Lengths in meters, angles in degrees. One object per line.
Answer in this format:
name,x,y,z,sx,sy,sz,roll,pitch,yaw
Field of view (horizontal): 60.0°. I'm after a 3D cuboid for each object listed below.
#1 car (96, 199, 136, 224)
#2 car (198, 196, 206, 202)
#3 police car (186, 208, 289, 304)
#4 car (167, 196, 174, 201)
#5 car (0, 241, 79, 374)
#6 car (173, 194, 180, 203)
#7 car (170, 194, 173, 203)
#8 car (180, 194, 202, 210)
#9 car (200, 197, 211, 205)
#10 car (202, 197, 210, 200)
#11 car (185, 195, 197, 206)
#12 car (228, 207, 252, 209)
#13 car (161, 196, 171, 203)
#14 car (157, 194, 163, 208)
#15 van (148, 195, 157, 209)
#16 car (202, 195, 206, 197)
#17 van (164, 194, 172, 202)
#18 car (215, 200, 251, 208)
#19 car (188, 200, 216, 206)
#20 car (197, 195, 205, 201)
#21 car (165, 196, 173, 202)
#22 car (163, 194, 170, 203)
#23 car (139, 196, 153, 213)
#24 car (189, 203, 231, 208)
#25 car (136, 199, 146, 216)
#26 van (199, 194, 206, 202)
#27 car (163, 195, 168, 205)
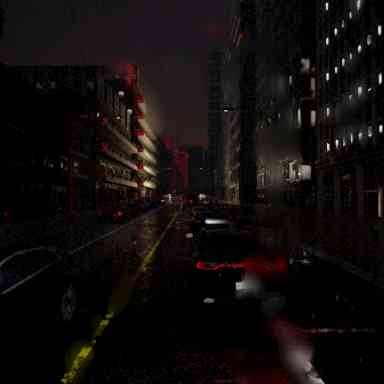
car,-5.725,1.487,24.805,1.967,1.590,4.097,1,0,0
car,2.526,1.709,85.925,1.947,1.339,4.313,1,0,0
police car,0.882,1.441,8.384,1.930,1.638,5.238,0,0,0
car,-5.833,1.733,91.365,1.802,1.307,4.206,1,0,0
car,-3.010,1.500,4.335,2.128,1.511,4.902,0,0,0
car,-3.146,1.597,70.011,1.882,1.535,5.008,0,0,0
car,-5.818,1.434,69.180,2.192,1.841,5.009,1,0,0
car,-0.082,1.302,45.475,2.150,2.045,5.566,0,0,0
car,2.571,1.692,63.733,1.802,1.307,4.206,1,0,0
car,2.618,1.625,41.541,2.008,1.369,4.403,1,0,0
car,-0.122,1.454,58.852,2.097,1.767,4.553,0,0,0
car,2.676,1.571,13.801,1.887,1.381,4.507,1,0,0
car,-5.840,1.652,74.555,1.752,1.417,4.829,1,0,0
car,-5.769,1.398,46.993,2.192,1.841,5.009,1,0,0
van,-5.758,1.415,41.447,1.690,1.788,3.998,1,0,0
car,2.595,1.618,52.807,1.752,1.417,4.829,1,0,0
van,-5.813,1.477,80.273,1.690,1.788,3.998,1,0,0
car,2.666,1.477,19.349,1.967,1.590,4.097,1,0,0
car,0.798,1.572,24.274,1.812,1.442,4.674,0,0,0
car,2.517,1.591,91.473,1.967,1.590,4.097,1,0,0
car,-5.820,1.668,85.649,1.752,1.417,4.829,1,0,0
car,-5.806,1.550,63.633,1.967,1.590,4.097,1,0,0
car,-5.748,1.505,35.900,1.967,1.590,4.097,1,0,0
car,0.842,1.560,18.276,1.812,1.442,4.674,0,0,0
car,-5.739,1.601,30.353,1.887,1.381,4.507,1,0,0
van,2.542,1.477,80.377,1.690,1.788,3.998,1,0,0
car,-5.796,1.652,58.086,2.008,1.369,4.403,1,0,0
